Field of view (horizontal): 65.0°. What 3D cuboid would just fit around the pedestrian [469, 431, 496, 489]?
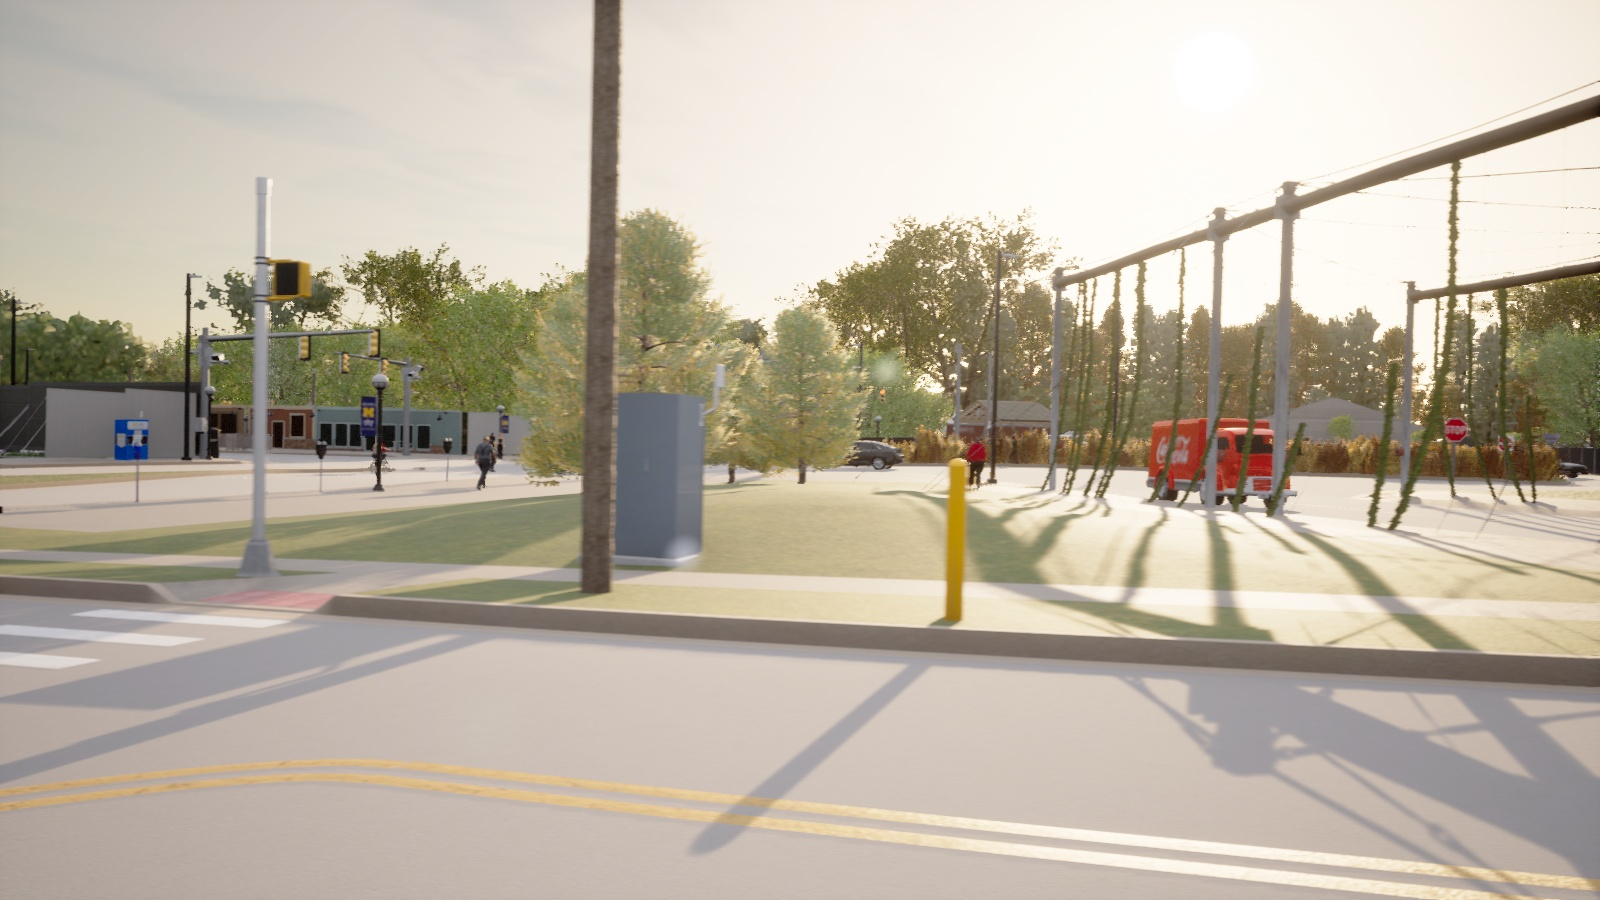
[{"bbox_3d":[-10.408,0.313,41.195,0.540,1.848,0.694,2,2,15],"label":"pedestrian"}]

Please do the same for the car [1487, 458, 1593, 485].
[{"bbox_3d":[44.218,1.267,75.216,2.033,1.411,5.357,1,1,-20],"label":"car"}]

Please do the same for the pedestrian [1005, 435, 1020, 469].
[{"bbox_3d":[12.197,0.123,72.044,0.692,1.930,0.395,3,2,31],"label":"pedestrian"}]

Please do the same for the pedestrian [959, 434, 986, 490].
[{"bbox_3d":[5.791,0.391,42.116,0.634,1.844,0.899,2,1,-6],"label":"pedestrian"}]

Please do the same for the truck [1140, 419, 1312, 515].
[{"bbox_3d":[11.898,0.447,35.567,2.627,2.467,5.204,2,0,-6],"label":"truck"}]

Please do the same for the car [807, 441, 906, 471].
[{"bbox_3d":[2.984,0.300,66.135,4.892,1.490,1.837,0,1,18],"label":"car"}]
